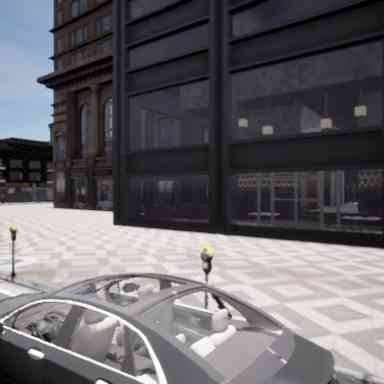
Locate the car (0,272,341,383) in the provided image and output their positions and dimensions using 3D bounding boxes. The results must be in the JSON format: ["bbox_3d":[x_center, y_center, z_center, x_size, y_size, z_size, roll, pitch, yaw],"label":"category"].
[{"bbox_3d":[-0.834,1.550,3.441,4.403,1.369,2.008,0,0,35],"label":"car"}]
